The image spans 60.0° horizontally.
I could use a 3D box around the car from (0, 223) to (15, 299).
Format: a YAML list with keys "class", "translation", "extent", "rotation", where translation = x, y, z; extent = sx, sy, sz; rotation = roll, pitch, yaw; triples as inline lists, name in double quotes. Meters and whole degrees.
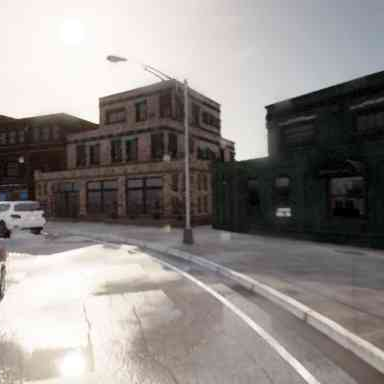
- class: "car"
  translation: [-4.568, 1.589, 5.757]
  extent: [1.882, 1.535, 5.008]
  rotation: [0, -1, -20]

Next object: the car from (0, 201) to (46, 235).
- class: "car"
  translation: [-11.355, 1.603, 20.488]
  extent: [5.566, 2.045, 2.150]
  rotation: [-2, -2, 34]
